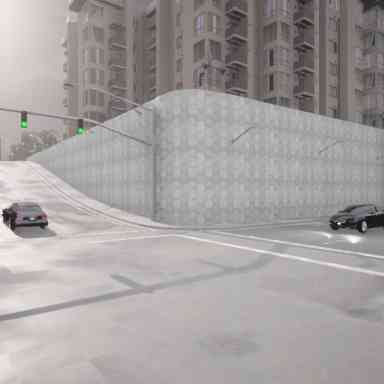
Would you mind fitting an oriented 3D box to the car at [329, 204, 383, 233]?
[{"bbox_3d":[10.118,1.505,19.815,4.892,1.490,1.837,0,0,-36],"label":"car"}]

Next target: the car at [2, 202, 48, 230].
[{"bbox_3d":[-10.052,1.331,19.903,2.033,1.411,5.357,0,3,-36],"label":"car"}]
